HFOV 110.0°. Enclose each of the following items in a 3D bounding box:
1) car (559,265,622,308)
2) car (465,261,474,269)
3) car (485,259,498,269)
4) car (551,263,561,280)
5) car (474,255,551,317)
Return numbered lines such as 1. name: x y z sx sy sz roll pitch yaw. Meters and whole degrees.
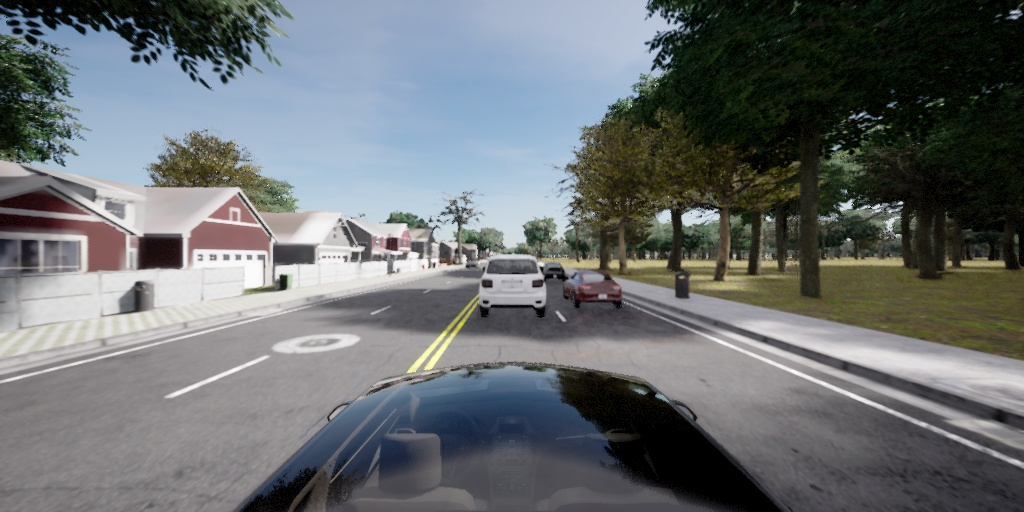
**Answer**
1. car: 3.305 1.295 15.252 1.812 1.442 4.674 0 0 0
2. car: -6.551 1.454 58.995 1.895 1.301 4.718 0 0 1
3. car: -3.303 1.331 58.965 1.882 1.535 5.008 0 0 0
4. car: 3.302 1.303 29.625 1.837 1.490 4.892 0 0 1
5. car: 0.038 0.990 13.421 2.150 2.045 5.566 0 0 1
